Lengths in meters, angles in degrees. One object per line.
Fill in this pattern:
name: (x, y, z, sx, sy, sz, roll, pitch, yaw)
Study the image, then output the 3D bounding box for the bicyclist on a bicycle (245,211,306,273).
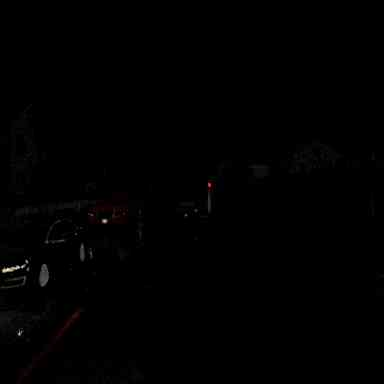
bicyclist on a bicycle: (2.204, 1.329, 8.869, 1.656, 1.620, 0.582, -2, 0, -1)

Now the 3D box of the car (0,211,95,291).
car: (-4.291, 1.469, 8.973, 1.837, 1.490, 4.892, 0, 0, -1)

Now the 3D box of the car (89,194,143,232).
car: (-4.543, 1.140, 19.847, 2.150, 2.045, 5.566, 0, 0, -1)

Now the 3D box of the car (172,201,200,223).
car: (-0.467, 1.376, 24.359, 1.882, 1.535, 5.008, 0, 0, -2)

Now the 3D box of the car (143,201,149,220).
car: (-4.622, 1.367, 26.710, 1.882, 1.535, 5.008, 0, 0, -1)
